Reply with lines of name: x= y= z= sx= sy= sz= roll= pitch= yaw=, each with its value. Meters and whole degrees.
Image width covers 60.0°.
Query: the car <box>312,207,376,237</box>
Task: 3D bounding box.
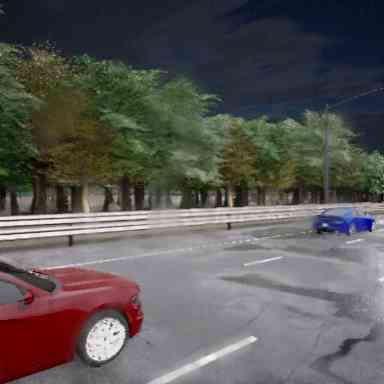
car: x=8.828 y=1.619 z=19.089 sx=5.008 sy=1.535 sz=1.882 roll=1 pitch=-1 yaw=-42

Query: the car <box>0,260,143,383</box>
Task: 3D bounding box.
car: x=-2.935 y=1.489 z=3.935 sx=5.008 sy=1.535 sz=1.882 roll=0 pitch=-1 yaw=-42
